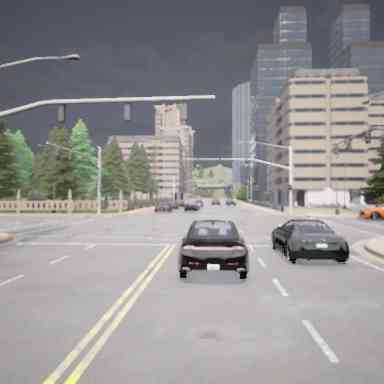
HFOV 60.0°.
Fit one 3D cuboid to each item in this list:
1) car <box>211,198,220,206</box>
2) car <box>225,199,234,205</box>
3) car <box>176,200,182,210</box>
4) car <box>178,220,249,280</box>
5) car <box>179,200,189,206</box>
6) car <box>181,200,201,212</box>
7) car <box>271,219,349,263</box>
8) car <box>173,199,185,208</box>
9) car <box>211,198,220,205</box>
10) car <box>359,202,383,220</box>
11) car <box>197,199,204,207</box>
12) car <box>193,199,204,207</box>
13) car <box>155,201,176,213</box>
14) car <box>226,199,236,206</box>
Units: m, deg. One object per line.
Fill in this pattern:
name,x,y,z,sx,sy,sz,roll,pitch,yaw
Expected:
car,5.459,2.416,76.257,1.994,1.385,4.181,0,-1,4
car,9.523,2.502,84.368,2.033,1.411,5.357,0,-1,4
car,-3.149,2.154,54.318,2.033,1.411,5.357,0,-1,4
car,0.653,1.610,10.389,2.128,1.511,4.902,0,-1,3
car,-1.713,2.425,73.983,1.895,1.301,4.718,0,-1,4
car,-0.081,2.141,47.991,1.895,1.301,4.718,0,-1,4
car,4.294,1.714,12.669,1.994,1.385,4.181,0,-1,4
car,-2.437,2.194,64.024,1.882,1.535,5.008,0,-1,4
car,6.029,2.314,84.580,2.097,1.767,4.553,0,-1,4
car,18.266,1.734,31.302,4.553,1.767,2.097,0,-1,5
car,0.563,2.245,57.132,1.895,1.301,4.718,0,-1,4
car,1.325,2.263,67.201,1.837,1.490,4.892,0,-1,4
car,-3.788,2.066,45.099,1.994,1.385,4.181,0,-1,4
car,8.884,2.449,75.042,1.895,1.301,4.718,0,-1,4
